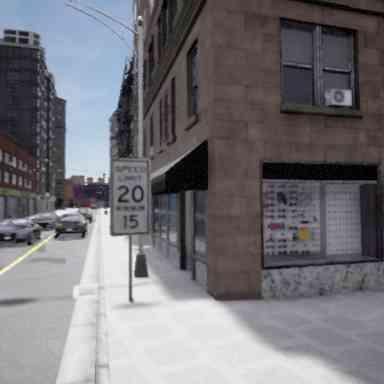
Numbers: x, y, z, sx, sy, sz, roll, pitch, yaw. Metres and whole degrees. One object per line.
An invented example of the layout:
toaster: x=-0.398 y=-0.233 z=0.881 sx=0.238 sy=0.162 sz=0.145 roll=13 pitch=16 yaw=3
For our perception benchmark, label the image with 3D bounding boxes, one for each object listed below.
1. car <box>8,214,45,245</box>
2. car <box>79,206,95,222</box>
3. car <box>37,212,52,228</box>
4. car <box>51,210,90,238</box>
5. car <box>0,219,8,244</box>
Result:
car: x=-9.640 y=2.132 z=18.341 sx=1.994 sy=1.385 sz=4.181 roll=0 pitch=-2 yaw=-16
car: x=-12.399 y=2.674 z=37.952 sx=1.812 sy=1.442 sz=4.674 roll=0 pitch=-2 yaw=-16
car: x=-12.351 y=2.412 z=28.108 sx=2.033 sy=1.411 sz=5.357 roll=0 pitch=-2 yaw=-15
car: x=-8.086 y=2.201 z=22.457 sx=1.812 sy=1.442 sz=4.674 roll=0 pitch=-2 yaw=-16
car: x=-7.078 y=1.513 z=9.127 sx=2.150 sy=2.045 sz=5.566 roll=0 pitch=-2 yaw=-16
